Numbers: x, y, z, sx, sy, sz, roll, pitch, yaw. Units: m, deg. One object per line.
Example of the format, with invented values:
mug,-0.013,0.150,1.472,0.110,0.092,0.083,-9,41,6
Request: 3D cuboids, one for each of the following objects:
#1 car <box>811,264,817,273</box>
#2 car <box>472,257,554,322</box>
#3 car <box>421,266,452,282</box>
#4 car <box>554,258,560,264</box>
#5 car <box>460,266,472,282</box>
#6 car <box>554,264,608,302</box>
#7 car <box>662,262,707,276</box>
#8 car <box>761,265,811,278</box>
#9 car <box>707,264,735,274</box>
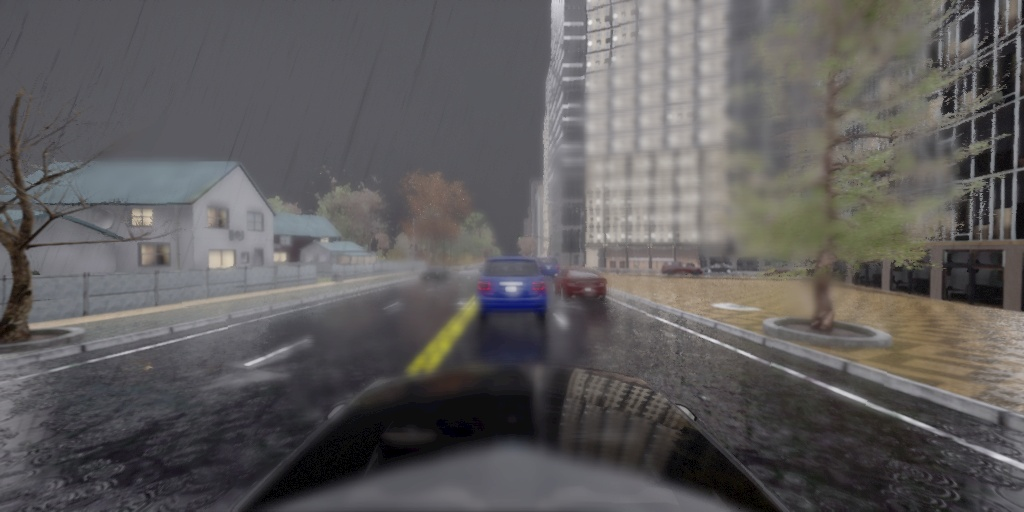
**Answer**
car,38.913,1.859,42.566,5.009,1.841,2.192,0,0,20
car,0.046,1.057,12.781,2.150,2.045,5.566,0,0,0
car,-6.643,1.587,31.741,1.895,1.301,4.718,0,0,0
car,3.285,1.221,33.211,2.150,2.045,5.566,0,0,0
car,-3.393,1.587,31.752,1.895,1.301,4.718,0,0,0
car,3.311,1.349,17.736,1.882,1.535,5.008,0,-1,0
car,22.934,1.772,48.387,5.009,1.841,2.192,0,0,20
car,33.587,2.060,44.506,4.507,1.381,1.888,0,0,20
car,30.958,1.893,53.850,4.403,1.370,2.007,0,0,20
